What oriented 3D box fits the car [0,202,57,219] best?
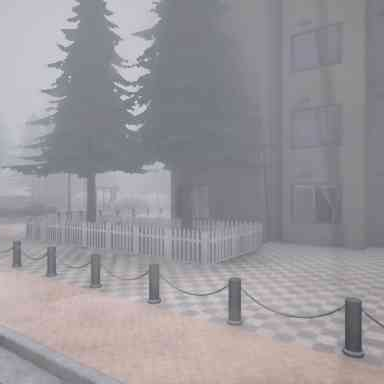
[{"bbox_3d":[-14.366,1.585,28.805,1.895,1.301,4.718,0,0,37],"label":"car"}]

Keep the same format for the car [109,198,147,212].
[{"bbox_3d":[-7.262,1.477,38.199,2.128,1.511,4.902,0,0,37],"label":"car"}]
